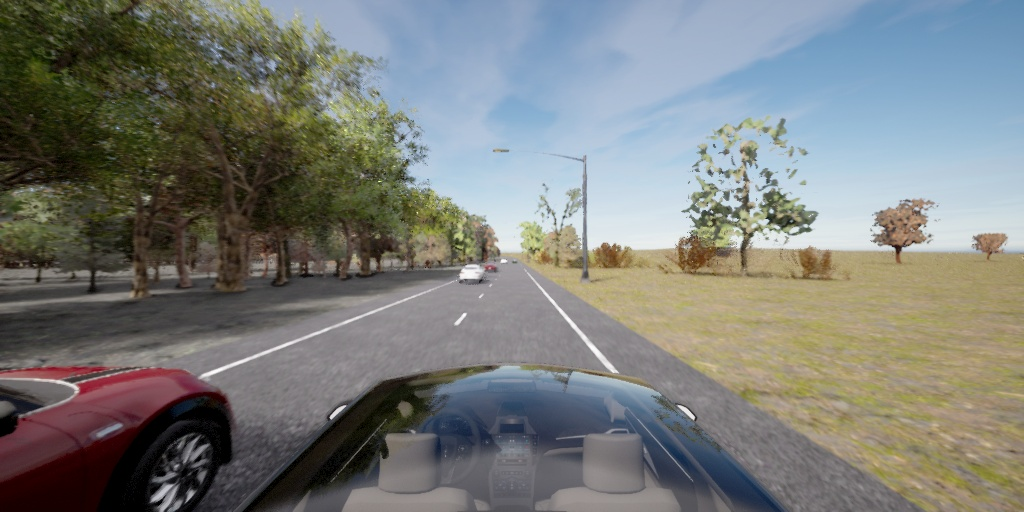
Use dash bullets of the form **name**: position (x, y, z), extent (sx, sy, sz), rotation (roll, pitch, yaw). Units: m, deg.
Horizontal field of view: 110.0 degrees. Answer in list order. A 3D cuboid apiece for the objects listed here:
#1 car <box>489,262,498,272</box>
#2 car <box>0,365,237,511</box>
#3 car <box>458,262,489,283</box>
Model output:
- **car**: position (-3.103, 1.607, 53.255), extent (1.812, 1.442, 4.674), rotation (0, 0, 0)
- **car**: position (-3.513, 1.104, 1.306), extent (2.097, 1.767, 4.553), rotation (0, 0, 0)
- **car**: position (-3.285, 1.466, 30.273), extent (1.812, 1.442, 4.674), rotation (0, 0, 0)
